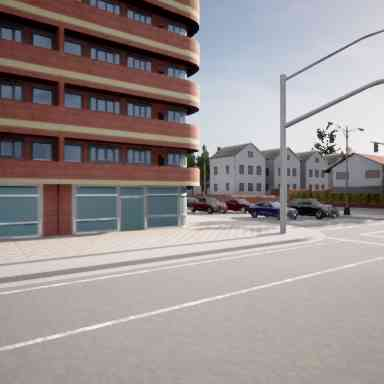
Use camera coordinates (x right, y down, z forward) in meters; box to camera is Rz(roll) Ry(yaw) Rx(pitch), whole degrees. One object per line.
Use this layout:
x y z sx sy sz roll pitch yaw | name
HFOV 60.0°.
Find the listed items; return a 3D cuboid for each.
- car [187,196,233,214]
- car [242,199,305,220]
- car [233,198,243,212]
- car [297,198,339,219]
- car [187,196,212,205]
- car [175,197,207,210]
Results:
1.790 1.352 35.361 2.097 1.767 4.553 0 0 -34 | car
6.784 1.526 28.163 1.812 1.442 4.674 0 0 -35 | car
5.169 1.478 36.632 1.882 1.535 5.008 0 0 -35 | car
10.419 1.352 29.056 2.097 1.767 4.553 0 0 -35 | car
1.386 1.547 62.668 2.033 1.411 5.357 0 0 -35 | car
-0.212 1.505 44.422 1.837 1.490 4.892 0 0 -35 | car
